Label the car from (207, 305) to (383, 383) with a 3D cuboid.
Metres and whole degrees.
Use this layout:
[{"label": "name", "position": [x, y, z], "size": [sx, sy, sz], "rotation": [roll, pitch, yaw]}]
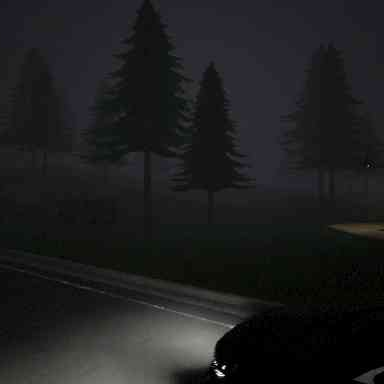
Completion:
[{"label": "car", "position": [2.390, 1.504, 2.288], "size": [4.892, 1.490, 1.837], "rotation": [0, 0, 36]}]
